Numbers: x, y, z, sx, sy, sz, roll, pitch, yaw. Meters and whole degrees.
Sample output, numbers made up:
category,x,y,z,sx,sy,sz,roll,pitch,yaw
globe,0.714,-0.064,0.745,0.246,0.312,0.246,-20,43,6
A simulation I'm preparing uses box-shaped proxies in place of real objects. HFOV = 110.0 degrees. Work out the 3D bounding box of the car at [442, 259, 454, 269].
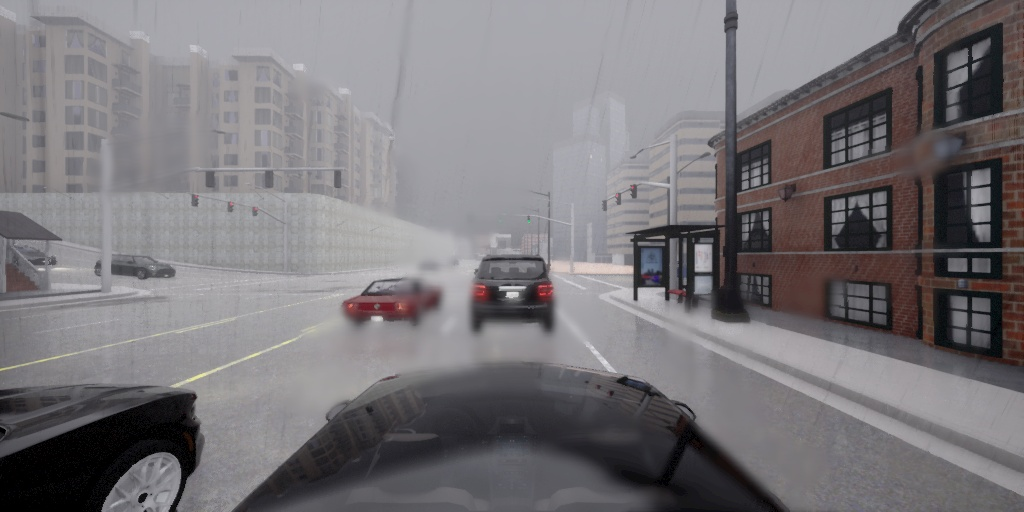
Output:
category,x,y,z,sx,sy,sz,roll,pitch,yaw
car,-10.885,1.276,56.922,1.812,1.442,4.674,0,0,-1

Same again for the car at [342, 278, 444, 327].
category,x,y,z,sx,sy,sz,roll,pitch,yaw
car,-3.474,1.351,11.536,1.895,1.301,4.718,0,0,0

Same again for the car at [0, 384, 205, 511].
category,x,y,z,sx,sy,sz,roll,pitch,yaw
car,-3.405,1.228,0.822,1.882,1.535,5.008,0,0,0

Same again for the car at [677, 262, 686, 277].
category,x,y,z,sx,sy,sz,roll,pitch,yaw
car,14.319,1.228,30.962,5.008,1.535,1.882,0,0,-1

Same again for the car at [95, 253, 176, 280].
category,x,y,z,sx,sy,sz,roll,pitch,yaw
car,-28.078,0.719,26.888,4.553,1.767,2.097,5,0,0

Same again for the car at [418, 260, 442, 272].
category,x,y,z,sx,sy,sz,roll,pitch,yaw
car,-10.842,1.314,46.942,1.994,1.385,4.181,0,0,0

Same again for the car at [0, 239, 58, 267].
category,x,y,z,sx,sy,sz,roll,pitch,yaw
car,-36.881,-0.072,26.807,4.181,1.385,1.994,9,0,-1

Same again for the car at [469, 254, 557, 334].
category,x,y,z,sx,sy,sz,roll,pitch,yaw
car,0.025,0.972,10.778,2.150,2.045,5.566,0,0,0
